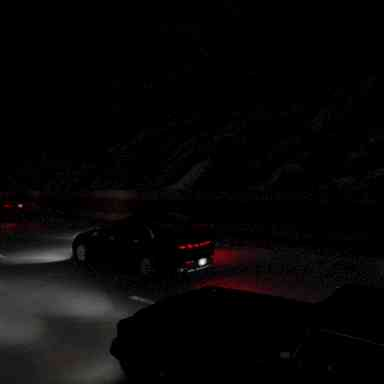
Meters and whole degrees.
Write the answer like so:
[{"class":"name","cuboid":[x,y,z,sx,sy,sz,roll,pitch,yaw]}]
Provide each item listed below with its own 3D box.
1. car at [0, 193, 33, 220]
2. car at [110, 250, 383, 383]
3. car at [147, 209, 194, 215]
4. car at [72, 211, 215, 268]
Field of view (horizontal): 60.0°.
[{"class":"car","cuboid":[-14.773,1.128,27.144,2.150,2.045,5.566,0,0,-42]},{"class":"car","cuboid":[1.430,1.605,3.049,4.718,1.301,1.895,0,0,36]},{"class":"car","cuboid":[-1.373,1.457,14.171,5.008,1.535,1.882,0,0,40]},{"class":"car","cuboid":[-1.619,1.488,9.838,4.892,1.490,1.837,0,0,39]}]
